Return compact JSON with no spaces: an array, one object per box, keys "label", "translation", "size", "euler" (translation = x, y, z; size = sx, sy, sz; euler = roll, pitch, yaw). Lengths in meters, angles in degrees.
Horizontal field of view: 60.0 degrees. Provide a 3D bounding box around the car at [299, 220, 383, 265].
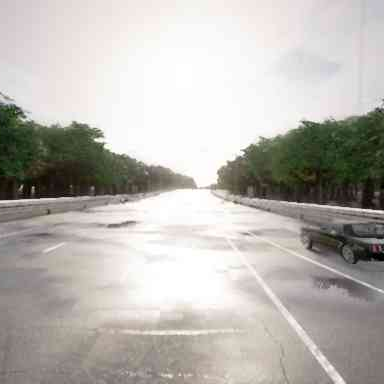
[{"label":"car","translation":[5.664,1.671,11.956],"size":[1.895,1.301,4.718],"euler":[1,0,-7]}]
